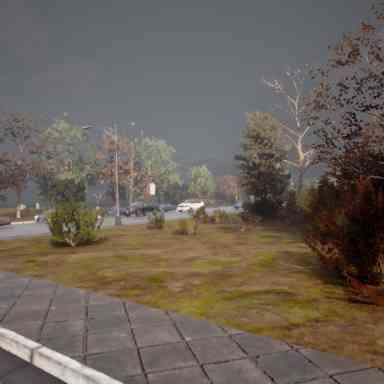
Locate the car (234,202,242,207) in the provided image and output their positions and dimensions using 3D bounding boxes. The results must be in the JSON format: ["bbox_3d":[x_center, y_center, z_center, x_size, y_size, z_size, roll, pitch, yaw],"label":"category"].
[{"bbox_3d":[9.584,2.478,61.678,2.033,1.411,5.357,-3,-2,33],"label":"car"}]

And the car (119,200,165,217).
[{"bbox_3d":[-6.466,2.126,43.213,2.150,2.045,5.566,-3,-2,32],"label":"car"}]

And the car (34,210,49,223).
[{"bbox_3d":[-14.852,2.508,36.487,2.128,1.511,4.902,-3,-2,33],"label":"car"}]

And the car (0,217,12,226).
[{"bbox_3d":[-17.332,2.390,26.338,2.033,1.411,5.357,-3,-2,34],"label":"car"}]

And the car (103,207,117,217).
[{"bbox_3d":[-10.036,2.618,44.082,1.994,1.385,4.181,-3,-2,32],"label":"car"}]

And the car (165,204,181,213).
[{"bbox_3d":[-4.506,2.611,52.813,2.128,1.511,4.902,-3,-2,32],"label":"car"}]

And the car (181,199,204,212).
[{"bbox_3d":[-0.149,2.206,53.160,2.150,2.045,5.566,-3,-2,33],"label":"car"}]
